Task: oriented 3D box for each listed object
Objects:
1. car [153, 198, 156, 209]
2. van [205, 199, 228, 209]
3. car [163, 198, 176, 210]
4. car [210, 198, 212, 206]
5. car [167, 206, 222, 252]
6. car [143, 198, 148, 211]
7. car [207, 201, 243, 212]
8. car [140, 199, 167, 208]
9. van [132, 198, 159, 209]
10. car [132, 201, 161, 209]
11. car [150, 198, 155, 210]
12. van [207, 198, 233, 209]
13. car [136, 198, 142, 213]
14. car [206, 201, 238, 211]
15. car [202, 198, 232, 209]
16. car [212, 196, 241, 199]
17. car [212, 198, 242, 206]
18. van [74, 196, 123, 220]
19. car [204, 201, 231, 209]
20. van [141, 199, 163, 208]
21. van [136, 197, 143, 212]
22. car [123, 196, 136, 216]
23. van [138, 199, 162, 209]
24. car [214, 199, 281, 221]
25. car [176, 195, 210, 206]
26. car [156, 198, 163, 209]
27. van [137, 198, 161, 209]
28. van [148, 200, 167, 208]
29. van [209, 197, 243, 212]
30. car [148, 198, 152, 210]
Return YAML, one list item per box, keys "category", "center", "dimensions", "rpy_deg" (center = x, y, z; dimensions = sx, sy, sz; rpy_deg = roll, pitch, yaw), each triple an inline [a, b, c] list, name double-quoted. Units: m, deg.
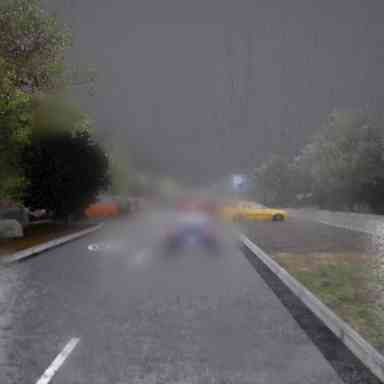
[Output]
- category: "car"
  center: [-8.376, 2.090, 50.659]
  dimensions: [4.892, 1.521, 2.231]
  rpy_deg: [0, -1, 0]
- category: "van"
  center: [4.866, 2.335, 67.077]
  dimensions: [4.442, 1.987, 1.878]
  rpy_deg: [0, -2, 0]
- category: "car"
  center: [-3.366, 2.037, 59.014]
  dimensions: [2.150, 2.045, 5.566]
  rpy_deg: [0, -1, 1]
- category: "car"
  center: [4.683, 1.490, 36.567]
  dimensions: [5.566, 2.045, 2.435]
  rpy_deg: [0, -1, 0]
- category: "car"
  center: [0.086, 1.460, 13.321]
  dimensions: [1.812, 1.442, 4.674]
  rpy_deg: [0, -1, 2]
- category: "car"
  center: [-8.376, 1.756, 42.353]
  dimensions: [4.553, 1.767, 2.185]
  rpy_deg: [0, -1, 0]
- category: "car"
  center: [4.684, 2.017, 47.663]
  dimensions: [5.008, 1.535, 2.097]
  rpy_deg: [0, -1, 0]
- category: "car"
  center: [-8.285, 2.535, 72.674]
  dimensions: [5.566, 2.045, 2.435]
  rpy_deg: [0, -2, 0]
- category: "van"
  center: [-8.239, 2.070, 58.972]
  dimensions: [4.442, 1.987, 1.878]
  rpy_deg: [0, -1, 0]
- category: "car"
  center: [-8.352, 2.365, 61.736]
  dimensions: [5.008, 1.535, 2.097]
  rpy_deg: [0, -1, 0]
- category: "car"
  center: [-8.385, 2.020, 47.890]
  dimensions: [5.008, 1.535, 2.097]
  rpy_deg: [0, -1, 0]
- category: "van"
  center: [4.840, 2.068, 58.769]
  dimensions: [4.442, 1.987, 1.878]
  rpy_deg: [0, -1, 0]
- category: "car"
  center: [-8.248, 1.674, 34.045]
  dimensions: [5.366, 1.575, 1.946]
  rpy_deg: [0, -1, 0]
- category: "car"
  center: [4.736, 2.185, 53.211]
  dimensions: [4.792, 1.488, 2.163]
  rpy_deg: [0, -1, 0]
- category: "car"
  center: [4.712, 2.196, 64.304]
  dimensions: [5.566, 2.045, 2.435]
  rpy_deg: [0, -2, 0]
- category: "car"
  center: [4.615, 1.549, 33.793]
  dimensions: [4.553, 1.767, 2.185]
  rpy_deg: [0, -1, 0]
- category: "car"
  center: [4.631, 1.613, 31.014]
  dimensions: [5.008, 1.535, 2.097]
  rpy_deg: [0, -1, 0]
- category: "van"
  center: [-8.568, 1.333, 28.391]
  dimensions: [4.442, 1.987, 1.878]
  rpy_deg: [0, -1, 0]
- category: "car"
  center: [4.703, 2.393, 61.544]
  dimensions: [4.792, 1.488, 2.163]
  rpy_deg: [0, -2, 0]
- category: "van"
  center: [-8.438, 2.447, 69.905]
  dimensions: [4.442, 1.987, 1.878]
  rpy_deg: [0, -2, 0]
- category: "van"
  center: [-8.533, 1.587, 39.588]
  dimensions: [4.442, 1.987, 1.878]
  rpy_deg: [0, -1, 0]
- category: "car"
  center: [-8.470, 1.363, 31.283]
  dimensions: [5.566, 2.045, 2.435]
  rpy_deg: [0, -1, 0]
- category: "van"
  center: [-8.446, 2.338, 67.262]
  dimensions: [4.442, 1.987, 1.878]
  rpy_deg: [0, -2, 0]
- category: "car"
  center: [4.623, 1.560, 28.243]
  dimensions: [4.892, 1.521, 2.231]
  rpy_deg: [0, -1, 0]
- category: "car"
  center: [0.122, 1.284, 27.155]
  dimensions: [2.150, 2.045, 5.566]
  rpy_deg: [0, -1, 1]
- category: "car"
  center: [-8.180, 2.224, 56.199]
  dimensions: [5.366, 1.575, 1.946]
  rpy_deg: [0, -1, 0]
- category: "van"
  center: [-8.222, 2.220, 64.361]
  dimensions: [4.442, 1.987, 1.878]
  rpy_deg: [0, -2, 0]
- category: "van"
  center: [-8.404, 2.901, 80.977]
  dimensions: [4.442, 1.987, 1.878]
  rpy_deg: [0, -2, 0]
- category: "van"
  center: [4.564, 1.722, 44.893]
  dimensions: [4.442, 1.987, 1.878]
  rpy_deg: [0, -1, 0]
- category: "car"
  center: [-8.394, 1.948, 44.995]
  dimensions: [5.008, 1.535, 2.097]
  rpy_deg: [0, -1, 0]
